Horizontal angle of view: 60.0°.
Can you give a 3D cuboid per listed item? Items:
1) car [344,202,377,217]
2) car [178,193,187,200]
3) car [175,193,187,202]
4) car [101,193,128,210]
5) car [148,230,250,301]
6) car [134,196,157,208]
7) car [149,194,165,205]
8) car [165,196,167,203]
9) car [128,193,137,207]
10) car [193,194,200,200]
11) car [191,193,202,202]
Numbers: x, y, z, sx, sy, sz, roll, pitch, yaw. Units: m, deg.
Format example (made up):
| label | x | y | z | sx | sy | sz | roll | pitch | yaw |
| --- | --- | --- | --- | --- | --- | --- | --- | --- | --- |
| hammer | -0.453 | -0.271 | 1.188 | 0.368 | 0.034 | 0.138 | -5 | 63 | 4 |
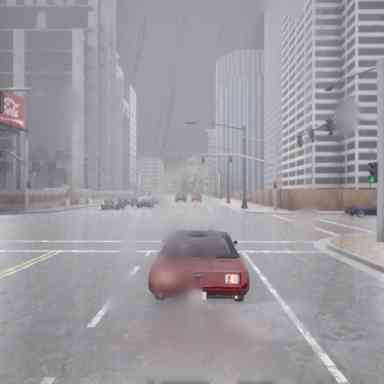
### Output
| label | x | y | z | sx | sy | sz | roll | pitch | yaw |
| --- | --- | --- | --- | --- | --- | --- | --- | --- | --- |
| car | 16.534 | 1.601 | 30.405 | 4.718 | 1.301 | 1.895 | 0 | 0 | 1 |
| car | -2.333 | 1.184 | 84.040 | 2.097 | 1.767 | 4.553 | 0 | 0 | 1 |
| car | -2.483 | 1.216 | 73.400 | 2.150 | 2.045 | 5.566 | 0 | 0 | 1 |
| car | -10.020 | 1.352 | 42.448 | 2.097 | 1.767 | 4.553 | 0 | 0 | 1 |
| car | 0.212 | 1.601 | 8.278 | 1.895 | 1.301 | 4.718 | 0 | 0 | 2 |
| car | -6.457 | 1.601 | 46.828 | 1.895 | 1.301 | 4.718 | 0 | 0 | 1 |
| car | -6.310 | 1.564 | 56.830 | 1.994 | 1.385 | 4.181 | 0 | 0 | 0 |
| car | -6.090 | 1.477 | 67.278 | 1.882 | 1.535 | 5.008 | 0 | 0 | 1 |
| car | -9.864 | 1.221 | 52.031 | 2.150 | 2.045 | 5.566 | 0 | 0 | 1 |
| car | 1.167 | 1.353 | 84.020 | 1.812 | 1.442 | 4.674 | 0 | 0 | 1 |
| car | 1.017 | 1.216 | 73.350 | 2.150 | 2.045 | 5.566 | 0 | 0 | 1 |
